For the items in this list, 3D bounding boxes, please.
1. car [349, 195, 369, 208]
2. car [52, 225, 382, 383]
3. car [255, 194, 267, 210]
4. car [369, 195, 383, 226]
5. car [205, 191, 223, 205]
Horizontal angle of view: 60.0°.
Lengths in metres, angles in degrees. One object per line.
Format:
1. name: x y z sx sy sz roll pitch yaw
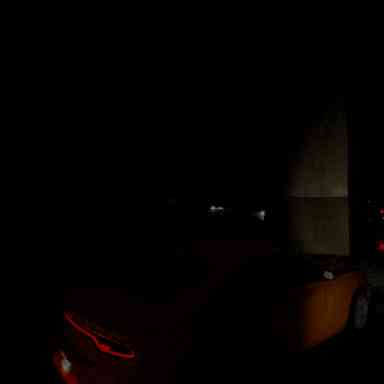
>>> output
1. car: 18.861 1.018 37.012 2.033 1.411 5.357 -1 0 -2
2. car: 0.717 1.434 4.728 5.008 1.535 1.882 -1 1 -39
3. car: 8.180 0.977 35.547 2.097 1.767 4.553 -1 0 -1
4. car: 11.800 1.049 19.411 2.097 1.767 4.553 -1 0 25
5. car: 3.221 1.084 48.718 2.128 1.511 4.902 -1 0 -9
